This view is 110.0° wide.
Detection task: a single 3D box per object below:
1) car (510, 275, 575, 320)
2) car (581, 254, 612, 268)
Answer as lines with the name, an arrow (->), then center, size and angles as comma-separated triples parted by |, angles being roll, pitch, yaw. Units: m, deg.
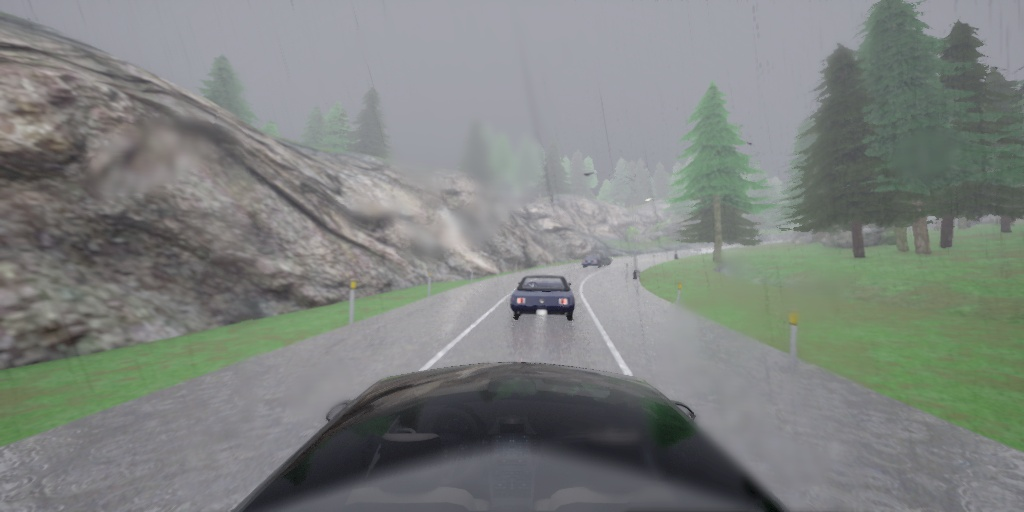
car -> 1.110, 1.296, 12.432 | 1.895, 1.301, 4.718 | 0, 1, 6
car -> 8.886, 0.463, 37.346 | 2.033, 1.411, 5.357 | 0, 3, 31
